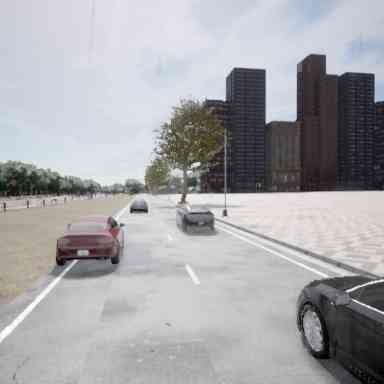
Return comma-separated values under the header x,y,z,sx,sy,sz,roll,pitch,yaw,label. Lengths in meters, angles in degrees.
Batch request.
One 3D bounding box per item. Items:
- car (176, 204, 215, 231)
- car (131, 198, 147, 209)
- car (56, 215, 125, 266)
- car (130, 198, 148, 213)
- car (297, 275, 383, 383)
x,y,z,sx,sy,sz,roll,pitch,yaw,label
0.137,1.509,20.663,2.128,1.511,4.902,0,0,-9,car
-7.547,1.605,47.553,2.033,1.411,5.357,0,0,-9,car
-3.370,1.532,11.533,1.812,1.442,4.674,0,0,-9,car
-5.995,1.616,37.693,1.994,1.385,4.181,0,0,-8,car
2.761,1.504,3.215,1.837,1.490,4.892,0,0,-9,car
